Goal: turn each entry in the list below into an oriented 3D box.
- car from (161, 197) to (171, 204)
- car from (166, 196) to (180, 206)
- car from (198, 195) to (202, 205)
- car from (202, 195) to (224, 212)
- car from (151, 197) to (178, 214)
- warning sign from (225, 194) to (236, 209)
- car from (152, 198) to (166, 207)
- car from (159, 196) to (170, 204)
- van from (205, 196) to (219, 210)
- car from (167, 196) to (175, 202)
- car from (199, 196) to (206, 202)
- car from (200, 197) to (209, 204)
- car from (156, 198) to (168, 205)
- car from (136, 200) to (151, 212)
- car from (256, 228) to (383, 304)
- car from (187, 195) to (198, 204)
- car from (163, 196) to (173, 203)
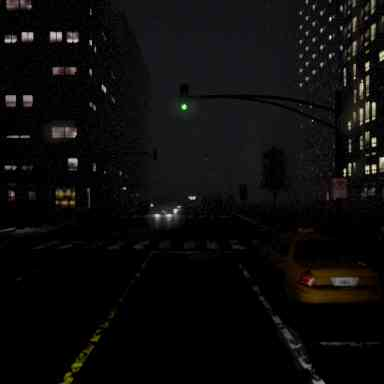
[{"bbox_3d":[-5.652,1.847,73.572,1.802,1.307,4.206,0,0,0],"label":"car"},{"bbox_3d":[-3.066,1.682,48.389,1.812,1.442,4.674,0,0,0],"label":"car"},{"bbox_3d":[2.721,1.531,62.514,2.192,1.841,5.009,0,0,0],"label":"car"},{"bbox_3d":[2.709,1.441,40.408,2.192,1.841,5.009,0,0,0],"label":"car"},{"bbox_3d":[-3.078,1.666,38.081,2.033,1.411,5.357,0,0,0],"label":"car"},{"bbox_3d":[5.098,1.254,43.664,1.300,1.860,1.060,0,0,0],"label":"warning sign"},{"bbox_3d":[-5.661,1.743,56.991,2.008,1.369,4.403,0,0,0],"label":"car"},{"bbox_3d":[-5.656,1.681,68.045,1.967,1.590,4.097,0,0,0],"label":"car"},{"bbox_3d":[2.712,1.488,45.934,1.690,1.788,3.998,0,0,0],"label":"van"},{"bbox_3d":[-5.642,1.868,89.981,1.752,1.417,4.829,0,0,0],"label":"car"},{"bbox_3d":[2.738,1.869,90.316,1.752,1.417,4.829,0,0,0],"label":"car"},{"bbox_3d":[2.728,1.810,73.567,1.887,1.381,4.507,0,0,0],"label":"car"},{"bbox_3d":[-5.658,1.761,62.517,1.887,1.381,4.507,0,0,0],"label":"car"},{"bbox_3d":[-5.670,1.677,40.412,2.008,1.369,4.403,0,0,0],"label":"car"},{"bbox_3d":[2.692,1.548,8.165,1.752,1.417,4.829,0,0,0],"label":"car"},{"bbox_3d":[0.127,1.850,70.065,1.895,1.301,4.718,0,0,0],"label":"car"},{"bbox_3d":[-5.649,1.731,79.098,1.967,1.590,4.097,0,0,0],"label":"car"}]
